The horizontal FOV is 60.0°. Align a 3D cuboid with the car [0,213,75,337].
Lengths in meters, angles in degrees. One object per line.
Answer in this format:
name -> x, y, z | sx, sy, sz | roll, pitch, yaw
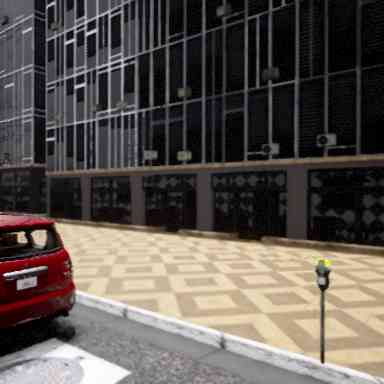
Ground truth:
car -> -4.138, 1.287, 5.829 | 5.009, 1.841, 2.192 | 0, 0, 36
